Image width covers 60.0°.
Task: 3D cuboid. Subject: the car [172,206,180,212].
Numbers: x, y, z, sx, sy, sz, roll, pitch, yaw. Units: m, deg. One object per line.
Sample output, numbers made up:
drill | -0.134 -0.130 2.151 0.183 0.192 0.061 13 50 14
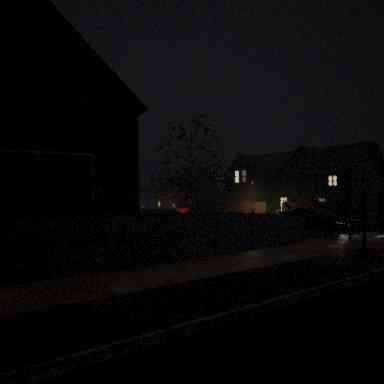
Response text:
car | -0.548 2.032 38.439 2.097 1.767 4.553 -1 -1 -36

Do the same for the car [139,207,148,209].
car | -6.158 2.457 41.255 1.895 1.301 4.718 -1 -1 -35

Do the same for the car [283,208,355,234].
car | 7.926 1.788 21.482 1.837 1.490 4.892 -1 -1 -36

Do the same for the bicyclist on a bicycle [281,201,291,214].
bicyclist on a bicycle | 8.681 1.656 30.490 1.656 1.620 0.582 -1 0 -36

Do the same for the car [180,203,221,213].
car | 1.241 2.060 30.857 1.837 1.490 4.892 -1 -1 -35
